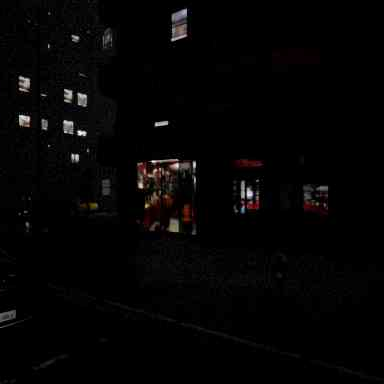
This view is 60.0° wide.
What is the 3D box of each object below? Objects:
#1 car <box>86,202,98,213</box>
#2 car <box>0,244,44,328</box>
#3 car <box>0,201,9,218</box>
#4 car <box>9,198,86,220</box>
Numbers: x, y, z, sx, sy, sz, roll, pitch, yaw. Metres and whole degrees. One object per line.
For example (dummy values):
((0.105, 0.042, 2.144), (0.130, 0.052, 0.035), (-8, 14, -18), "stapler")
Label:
((-10.909, 1.250, 30.477), (1.752, 1.417, 4.829), (1, 1, 35), "car")
((-4.438, 1.551, 6.040), (4.403, 1.369, 2.008), (0, 0, 36), "car")
((-13.999, 1.350, 26.052), (2.008, 1.369, 4.403), (1, 1, 35), "car")
((-11.049, 1.283, 25.822), (1.837, 1.490, 4.892), (0, 1, 33), "car")
